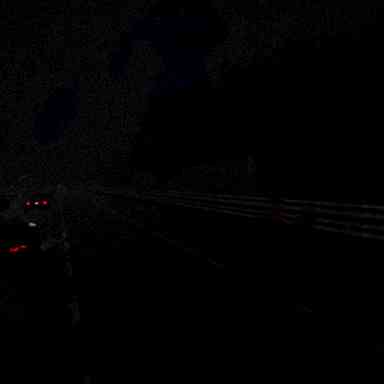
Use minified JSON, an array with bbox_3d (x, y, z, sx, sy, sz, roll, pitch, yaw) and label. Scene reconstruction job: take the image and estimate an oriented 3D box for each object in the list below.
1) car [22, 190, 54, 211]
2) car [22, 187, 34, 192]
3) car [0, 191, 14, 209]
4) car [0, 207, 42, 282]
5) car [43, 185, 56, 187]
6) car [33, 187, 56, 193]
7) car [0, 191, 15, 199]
[{"bbox_3d":[-13.078,0.870,28.282,2.033,1.411,5.357,-3,2,-22],"label":"car"},{"bbox_3d":[-30.667,0.302,62.399,1.994,1.385,4.181,-3,2,-22],"label":"car"},{"bbox_3d":[-17.450,0.942,29.754,1.837,1.490,4.892,-3,2,-22],"label":"car"},{"bbox_3d":[-5.202,1.377,8.835,1.994,1.385,4.181,-3,3,-22],"label":"car"},{"bbox_3d":[-27.436,0.036,63.724,1.882,1.535,5.008,-3,2,-22],"label":"car"},{"bbox_3d":[-19.278,0.449,43.576,1.882,1.535,5.008,-3,2,-22],"label":"car"},{"bbox_3d":[-33.917,0.514,61.117,1.895,1.301,4.718,-3,2,-22],"label":"car"}]
